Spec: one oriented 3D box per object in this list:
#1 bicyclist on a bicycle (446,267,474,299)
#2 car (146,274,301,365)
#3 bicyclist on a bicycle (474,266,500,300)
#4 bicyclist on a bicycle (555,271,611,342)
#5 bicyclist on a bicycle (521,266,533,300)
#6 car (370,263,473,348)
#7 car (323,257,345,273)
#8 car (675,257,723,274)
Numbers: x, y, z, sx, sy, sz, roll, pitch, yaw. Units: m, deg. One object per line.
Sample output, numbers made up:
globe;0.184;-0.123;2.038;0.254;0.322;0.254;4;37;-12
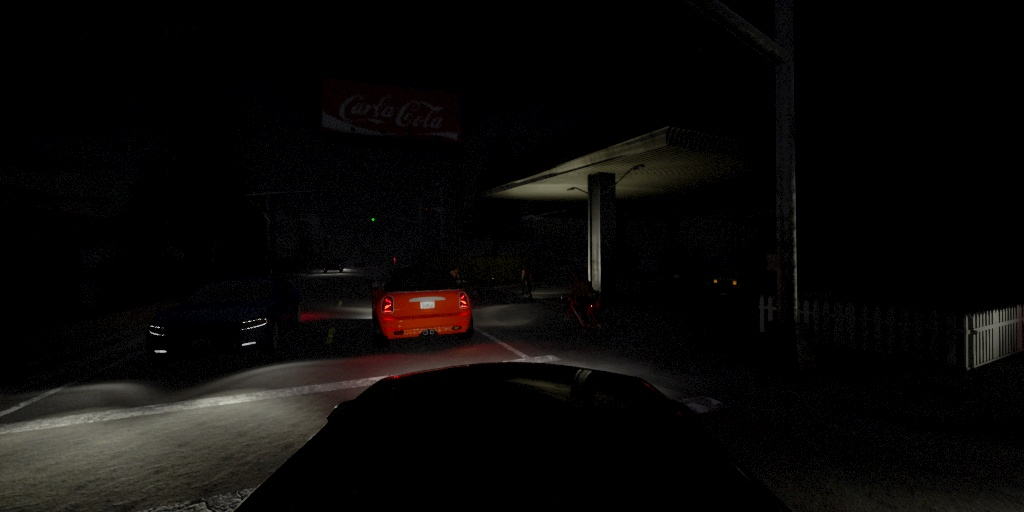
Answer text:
bicyclist on a bicycle;-2.660;1.310;16.386;1.656;1.620;0.582;1;0;37
car;-6.274;1.210;8.381;1.882;1.535;5.008;0;0;-23
bicyclist on a bicycle;-1.356;1.336;17.770;1.656;1.620;0.582;0;0;-21
bicyclist on a bicycle;1.687;1.198;8.683;0.582;1.620;1.656;3;-2;-43
bicyclist on a bicycle;0.753;1.326;17.890;0.582;1.620;1.656;-1;0;16
car;-2.563;1.052;9.459;2.097;1.767;4.553;0;0;-22
car;-23.808;1.173;47.775;2.150;2.045;5.566;0;0;-25
car;24.310;1.246;46.530;5.357;1.411;2.033;0;0;-24
